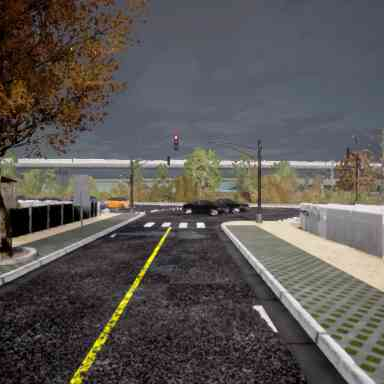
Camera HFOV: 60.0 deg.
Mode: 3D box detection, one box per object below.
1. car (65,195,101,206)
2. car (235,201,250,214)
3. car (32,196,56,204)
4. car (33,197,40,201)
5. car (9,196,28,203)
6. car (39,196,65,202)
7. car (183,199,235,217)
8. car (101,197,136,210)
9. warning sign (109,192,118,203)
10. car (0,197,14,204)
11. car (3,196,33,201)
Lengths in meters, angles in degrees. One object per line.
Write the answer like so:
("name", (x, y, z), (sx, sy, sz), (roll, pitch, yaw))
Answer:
("car", (-13.906, 1.462, 44.291), (5.566, 2.045, 2.150), (-1, 2, 36))
("car", (3.734, 1.470, 35.499), (5.008, 1.535, 1.882), (-1, 2, 36))
("car", (-30.525, 1.625, 68.548), (4.902, 1.511, 2.128), (-1, 2, 36))
("car", (-32.437, 1.740, 65.925), (4.902, 1.511, 2.128), (-1, 2, 36))
("car", (-38.963, 1.585, 74.674), (4.892, 1.490, 1.837), (-1, 2, 36))
("car", (-22.294, 1.698, 54.429), (5.008, 1.535, 1.882), (0, 2, 36))
("car", (1.362, 1.548, 33.251), (5.008, 1.535, 1.882), (0, 0, 36))
("car", (-9.693, 1.463, 45.252), (4.553, 1.767, 2.097), (-1, 2, 36))
("warning sign", (-14.246, 0.995, 60.260), (1.060, 1.860, 1.300), (2, 1, 36))
("car", (-40.871, 1.734, 72.047), (5.357, 1.411, 2.033), (-1, 2, 36))
("car", (-28.934, 1.897, 55.269), (4.674, 1.442, 1.812), (-1, 1, 36))
